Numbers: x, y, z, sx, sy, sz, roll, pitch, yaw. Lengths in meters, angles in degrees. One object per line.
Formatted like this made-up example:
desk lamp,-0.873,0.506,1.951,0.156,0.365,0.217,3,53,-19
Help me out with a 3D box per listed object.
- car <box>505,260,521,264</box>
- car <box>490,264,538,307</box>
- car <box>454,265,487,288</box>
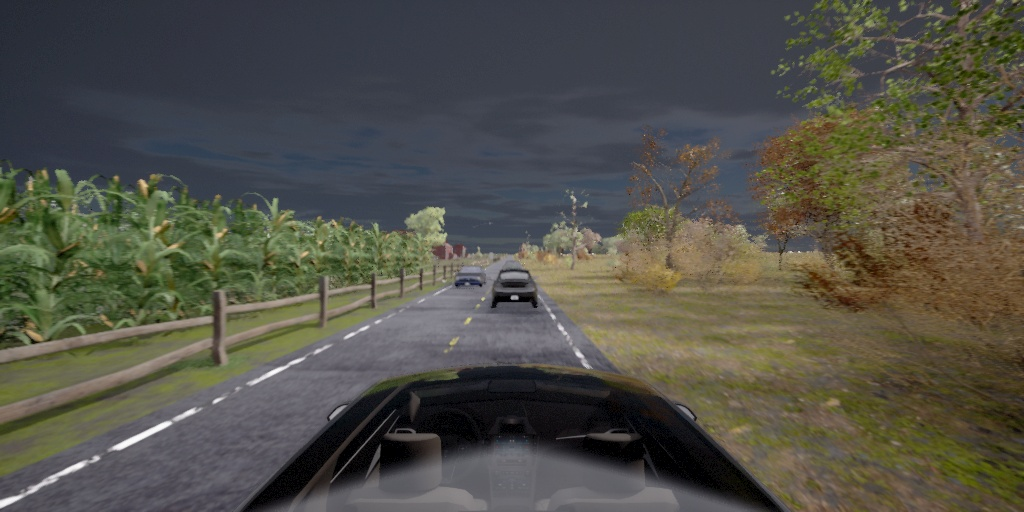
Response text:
car,0.095,1.185,34.435,2.097,1.767,4.553,0,0,0
car,0.099,1.298,15.735,1.837,1.490,4.892,0,0,0
car,-2.747,1.362,24.807,2.033,1.411,5.357,0,0,0
